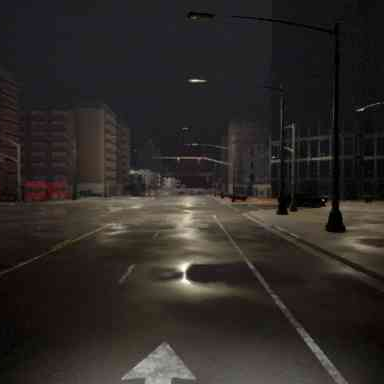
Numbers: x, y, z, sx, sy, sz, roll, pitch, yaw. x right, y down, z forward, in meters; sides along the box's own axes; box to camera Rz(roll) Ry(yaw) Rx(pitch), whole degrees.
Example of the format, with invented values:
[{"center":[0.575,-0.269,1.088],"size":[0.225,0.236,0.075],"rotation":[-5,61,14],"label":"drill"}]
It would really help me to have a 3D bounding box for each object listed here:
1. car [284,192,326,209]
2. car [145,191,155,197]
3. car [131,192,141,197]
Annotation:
[{"center":[11.738,0.815,35.400],"size":[4.553,1.767,2.097],"rotation":[0,1,0],"label":"car"},{"center":[-10.500,0.521,83.363],"size":[1.882,1.535,5.008],"rotation":[0,0,0],"label":"car"},{"center":[-14.000,0.595,83.363],"size":[1.994,1.385,4.181],"rotation":[0,0,0],"label":"car"}]
